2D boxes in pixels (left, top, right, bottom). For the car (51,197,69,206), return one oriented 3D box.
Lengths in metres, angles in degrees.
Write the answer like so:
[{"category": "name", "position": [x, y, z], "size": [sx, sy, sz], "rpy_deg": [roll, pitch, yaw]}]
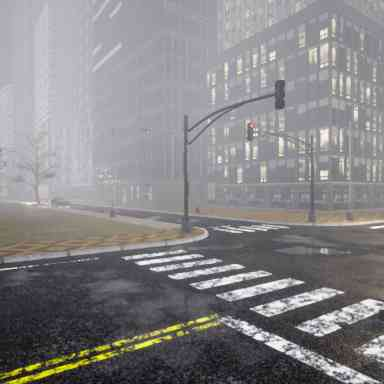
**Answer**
[{"category": "car", "position": [-21.611, 1.553, 54.287], "size": [2.033, 1.411, 5.357], "rpy_deg": [0, 0, -35]}]
